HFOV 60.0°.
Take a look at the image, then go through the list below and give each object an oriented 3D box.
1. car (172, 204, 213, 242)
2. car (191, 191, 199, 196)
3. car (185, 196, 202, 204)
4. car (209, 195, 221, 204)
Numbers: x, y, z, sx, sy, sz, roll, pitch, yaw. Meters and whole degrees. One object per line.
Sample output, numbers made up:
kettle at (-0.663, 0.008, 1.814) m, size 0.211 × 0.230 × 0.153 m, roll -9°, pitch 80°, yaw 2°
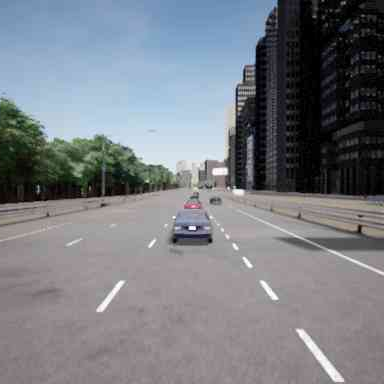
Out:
car at (0.026, 1.531, 16.302) m, size 2.033 × 1.411 × 5.357 m, roll 0°, pitch 0°, yaw 0°
car at (0.523, 1.176, 70.846) m, size 1.837 × 1.490 × 4.892 m, roll 0°, pitch 1°, yaw 1°
car at (0.136, 1.460, 36.319) m, size 1.994 × 1.385 × 4.181 m, roll 0°, pitch 0°, yaw 0°
car at (3.928, 1.288, 56.269) m, size 1.837 × 1.490 × 4.892 m, roll 0°, pitch 1°, yaw 1°
